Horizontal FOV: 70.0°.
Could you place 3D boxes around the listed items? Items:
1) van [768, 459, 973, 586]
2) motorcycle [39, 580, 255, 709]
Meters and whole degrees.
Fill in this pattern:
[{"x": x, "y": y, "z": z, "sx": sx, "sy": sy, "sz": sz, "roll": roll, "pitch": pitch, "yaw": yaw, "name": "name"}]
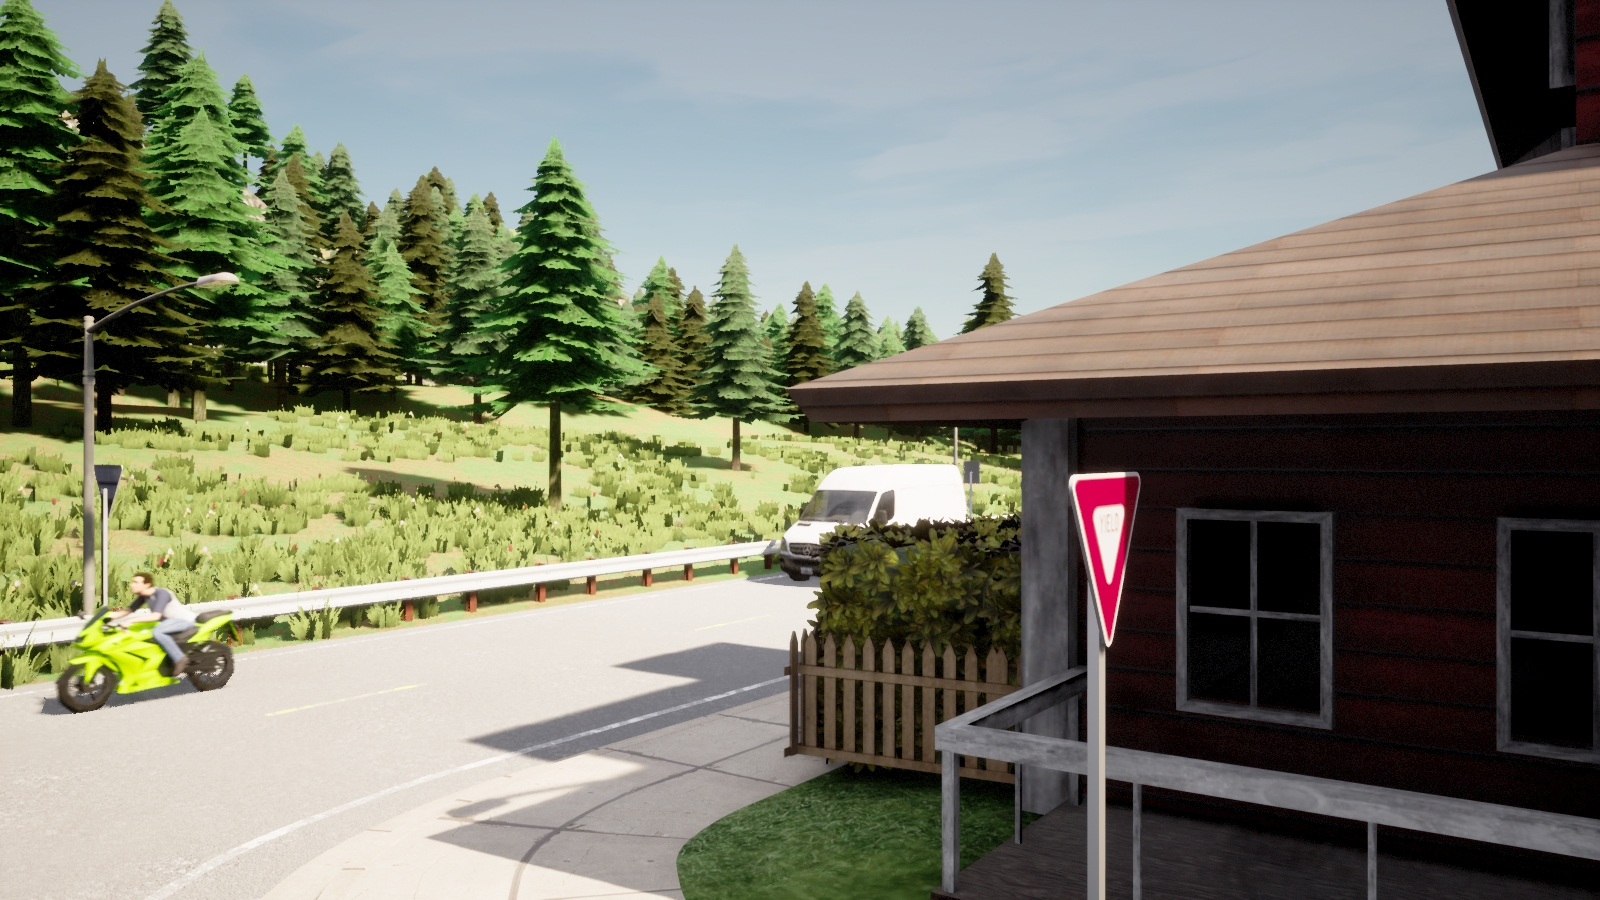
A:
[{"x": 1.817, "y": 1.532, "z": 26.789, "sx": 1.988, "sy": 2.561, "sz": 5.915, "roll": 0, "pitch": 1, "yaw": 35, "name": "van"}, {"x": -7.564, "y": 2.213, "z": 13.331, "sx": 0.803, "sy": 1.145, "sz": 2.033, "roll": 0, "pitch": 0, "yaw": 35, "name": "motorcycle"}]
